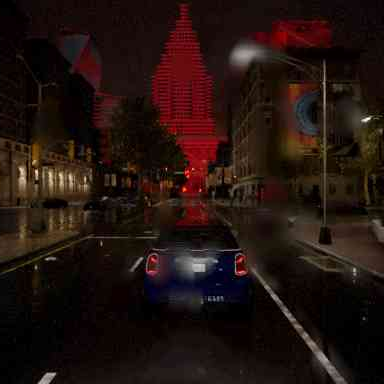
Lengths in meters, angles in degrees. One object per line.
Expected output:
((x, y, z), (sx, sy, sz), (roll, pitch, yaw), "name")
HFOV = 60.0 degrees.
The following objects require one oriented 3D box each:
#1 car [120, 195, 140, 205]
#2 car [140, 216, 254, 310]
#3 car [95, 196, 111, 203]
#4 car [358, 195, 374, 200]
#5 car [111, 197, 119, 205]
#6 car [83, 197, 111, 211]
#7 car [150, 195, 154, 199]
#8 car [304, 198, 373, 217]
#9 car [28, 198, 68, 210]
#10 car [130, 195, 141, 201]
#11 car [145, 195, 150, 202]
((-11.360, 1.525, 61.059), (1.812, 1.442, 4.674), (0, 0, 0), "car")
((0.100, 1.352, 7.983), (2.097, 1.767, 4.553), (0, 0, 0), "car")
((-18.025, 1.595, 67.492), (1.895, 1.301, 4.718), (0, 0, 0), "car")
((34.674, 1.481, 68.709), (2.231, 1.521, 4.892), (0, 0, 0), "car")
((-14.884, 1.546, 57.989), (2.033, 1.411, 5.357), (0, 0, 0), "car")
((-11.471, 1.564, 39.694), (1.994, 1.385, 4.181), (0, 0, 0), "car")
((-11.204, 1.542, 88.629), (1.994, 1.385, 4.181), (0, 0, 0), "car")
((13.116, 1.547, 30.499), (5.357, 1.411, 2.033), (0, 0, 0), "car")
((-18.054, 1.491, 41.973), (2.128, 1.511, 4.902), (1, 0, 37), "car")
((-14.708, 1.520, 87.243), (2.128, 1.511, 4.902), (0, 0, 0), "car")
((-11.254, 1.478, 73.986), (1.882, 1.535, 5.008), (0, 0, 0), "car")
